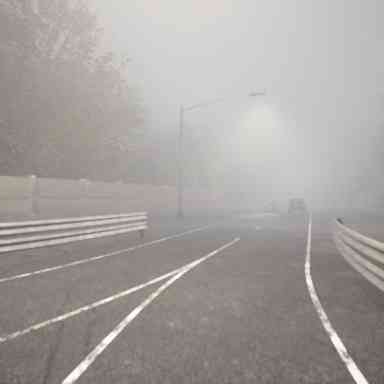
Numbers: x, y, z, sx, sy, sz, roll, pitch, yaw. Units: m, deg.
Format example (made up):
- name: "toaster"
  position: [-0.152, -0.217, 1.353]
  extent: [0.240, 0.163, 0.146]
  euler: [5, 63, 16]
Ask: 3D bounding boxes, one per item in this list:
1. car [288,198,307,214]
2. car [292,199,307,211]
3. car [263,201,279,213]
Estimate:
- name: "car"
  position: [14.367, 1.858, 45.422]
  extent: [2.150, 2.045, 5.566]
  euler: [0, -1, 20]
- name: "car"
  position: [17.839, 2.108, 55.086]
  extent: [2.097, 1.767, 4.553]
  euler: [-1, -1, 20]
- name: "car"
  position: [11.362, 2.105, 47.578]
  extent: [2.128, 1.511, 4.902]
  euler: [2, 0, 20]
